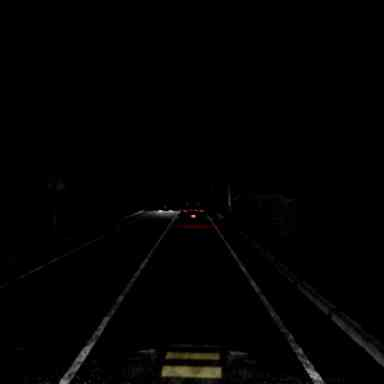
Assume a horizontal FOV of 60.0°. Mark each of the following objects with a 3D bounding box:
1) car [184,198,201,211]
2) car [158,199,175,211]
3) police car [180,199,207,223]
[{"bbox_3d":[0.100,1.558,42.842,2.033,1.411,5.357,0,0,0],"label":"car"},{"bbox_3d":[-3.090,1.569,41.102,1.994,1.385,4.181,0,0,0],"label":"car"},{"bbox_3d":[0.100,1.489,25.149,2.038,1.542,4.974,0,0,0],"label":"police car"}]
